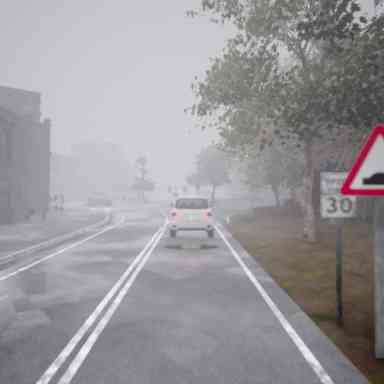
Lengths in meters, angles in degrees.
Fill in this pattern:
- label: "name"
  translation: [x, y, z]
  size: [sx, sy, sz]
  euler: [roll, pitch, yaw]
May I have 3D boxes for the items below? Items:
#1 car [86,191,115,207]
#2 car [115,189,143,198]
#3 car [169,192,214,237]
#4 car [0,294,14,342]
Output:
- label: "car"
  translation: [-12.483, 0.859, 44.256]
  size: [2.150, 2.045, 5.566]
  euler: [0, 0, -30]
- label: "car"
  translation: [-11.418, 0.412, 60.007]
  size: [2.150, 2.045, 5.566]
  euler: [-1, -1, 41]
- label: "car"
  translation: [-0.002, 1.192, 17.924]
  size: [2.150, 2.045, 5.566]
  euler: [0, 0, 0]
- label: "car"
  translation: [-3.355, 1.605, 2.298]
  size: [1.895, 1.301, 4.718]
  euler: [0, 0, 0]
